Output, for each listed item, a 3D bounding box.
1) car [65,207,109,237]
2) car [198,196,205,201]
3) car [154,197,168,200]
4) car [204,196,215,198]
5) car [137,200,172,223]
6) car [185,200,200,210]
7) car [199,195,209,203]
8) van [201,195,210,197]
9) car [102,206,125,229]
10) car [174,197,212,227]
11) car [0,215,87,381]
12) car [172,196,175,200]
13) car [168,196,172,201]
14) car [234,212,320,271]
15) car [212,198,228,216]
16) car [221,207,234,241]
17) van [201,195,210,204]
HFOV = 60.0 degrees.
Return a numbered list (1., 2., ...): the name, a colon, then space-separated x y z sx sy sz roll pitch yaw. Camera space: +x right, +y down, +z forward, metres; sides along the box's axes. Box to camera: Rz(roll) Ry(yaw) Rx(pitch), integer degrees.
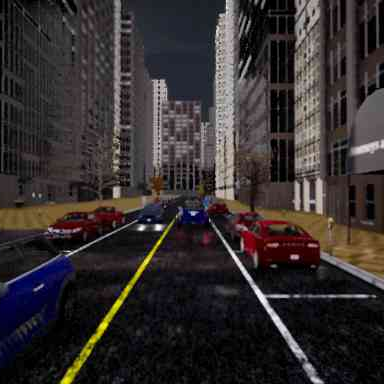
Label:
1. car: -5.683 1.640 16.565 1.802 1.307 4.206 1 0 0
2. car: 2.700 1.827 95.753 1.752 1.417 4.829 1 0 0
3. car: -5.680 1.626 56.066 1.967 1.590 4.097 1 0 0
4. car: 2.699 1.572 39.170 1.967 1.590 4.097 0 0 0
5. car: -3.046 1.638 26.454 2.033 1.411 5.357 0 0 0
6. car: 0.100 1.753 45.545 1.895 1.301 4.718 0 0 0
7. car: 2.702 1.567 78.660 2.192 1.841 5.009 1 0 0
8. van: 2.700 1.509 50.452 1.690 1.788 3.998 1 0 0
9. car: -5.682 1.622 22.208 1.887 1.381 4.507 1 0 0
10. car: 0.089 1.431 23.316 2.097 1.767 4.553 0 0 0
11. car: -3.088 1.367 4.008 2.097 1.767 4.553 0 0 0
12. car: -5.681 1.803 78.636 2.008 1.369 4.403 1 0 0
13. car: -5.681 1.770 67.351 2.008 1.369 4.403 1 0 0
14. car: 2.698 1.583 10.962 1.887 1.381 4.507 0 0 0
15. car: 2.698 1.658 33.528 1.887 1.381 4.507 0 0 0
16. car: 2.697 1.640 16.603 1.802 1.307 4.206 0 0 0
17. van: 2.701 1.560 67.377 1.690 1.788 3.998 1 0 0
